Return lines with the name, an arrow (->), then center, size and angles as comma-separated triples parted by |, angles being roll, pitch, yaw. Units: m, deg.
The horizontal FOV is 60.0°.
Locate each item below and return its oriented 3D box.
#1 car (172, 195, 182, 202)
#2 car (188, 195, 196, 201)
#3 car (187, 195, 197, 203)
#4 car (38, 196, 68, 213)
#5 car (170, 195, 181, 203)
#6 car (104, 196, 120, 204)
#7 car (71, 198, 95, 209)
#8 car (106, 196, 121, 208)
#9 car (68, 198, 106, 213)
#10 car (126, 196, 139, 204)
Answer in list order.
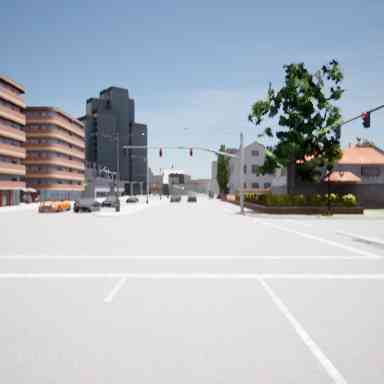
car -> -3.484, 1.459, 78.822 | 2.128, 1.511, 4.902 | 0, 0, 0
car -> 0.016, 1.486, 78.821 | 1.994, 1.385, 4.181 | 0, 0, 0
car -> 0.014, 1.448, 68.405 | 1.882, 1.535, 5.008 | 0, 0, 0
car -> -15.085, 1.336, 36.710 | 2.097, 1.767, 4.553 | 0, 0, 0
car -> -3.486, 1.462, 68.405 | 2.128, 1.511, 4.902 | 0, 0, 0
car -> -15.026, 1.499, 62.464 | 1.812, 1.442, 4.674 | 0, 0, 0
car -> -15.077, 1.541, 46.349 | 1.994, 1.385, 4.181 | 0, 0, 0
car -> -11.580, 1.526, 47.537 | 2.033, 1.411, 5.357 | 0, 0, 0
car -> -11.586, 1.531, 37.253 | 2.033, 1.411, 5.357 | 0, 0, 0
car -> -11.509, 1.520, 64.469 | 2.033, 1.411, 5.357 | 0, 0, 1
